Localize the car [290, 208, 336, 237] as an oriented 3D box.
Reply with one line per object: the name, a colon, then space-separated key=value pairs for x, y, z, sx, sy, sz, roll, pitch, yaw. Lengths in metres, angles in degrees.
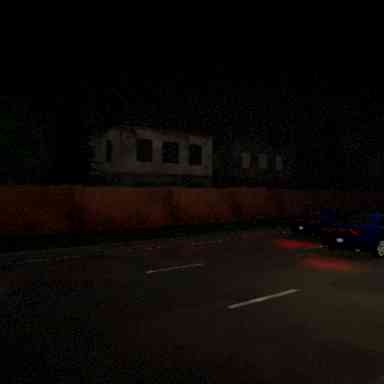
car: x=7.299 y=1.574 z=17.553 sx=5.008 sy=1.535 sz=1.882 roll=0 pitch=0 yaw=-36

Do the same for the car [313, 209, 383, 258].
car: x=7.252 y=1.558 z=13.219 sx=5.008 sy=1.535 sz=1.882 roll=0 pitch=0 yaw=-36
